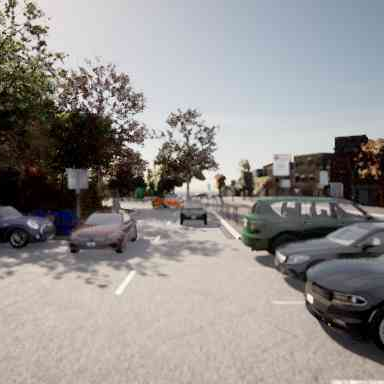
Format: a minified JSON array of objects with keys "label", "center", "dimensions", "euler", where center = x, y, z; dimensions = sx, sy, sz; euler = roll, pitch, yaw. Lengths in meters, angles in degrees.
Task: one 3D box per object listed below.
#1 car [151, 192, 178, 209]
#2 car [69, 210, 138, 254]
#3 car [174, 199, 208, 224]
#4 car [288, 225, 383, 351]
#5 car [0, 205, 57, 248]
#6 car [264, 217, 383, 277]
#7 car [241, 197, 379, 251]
[{"label":"car","center":[-3.415,1.111,41.176],"dimensions":[2.097,1.767,4.553],"euler":[0,0,-31]},{"label":"car","center":[-3.342,1.473,13.370],"dimensions":[1.812,1.442,4.674],"euler":[0,0,0]},{"label":"car","center":[0.105,1.382,23.569],"dimensions":[2.128,1.511,4.902],"euler":[0,0,0]},{"label":"car","center":[4.422,1.462,5.410],"dimensions":[5.008,1.535,2.097],"euler":[0,0,0]},{"label":"car","center":[-8.092,1.292,13.808],"dimensions":[4.553,1.767,2.185],"euler":[0,0,0]},{"label":"car","center":[4.420,1.490,8.238],"dimensions":[4.674,1.452,2.002],"euler":[0,0,0]},{"label":"car","center":[4.446,1.187,11.062],"dimensions":[5.566,2.045,2.435],"euler":[0,0,0]}]
